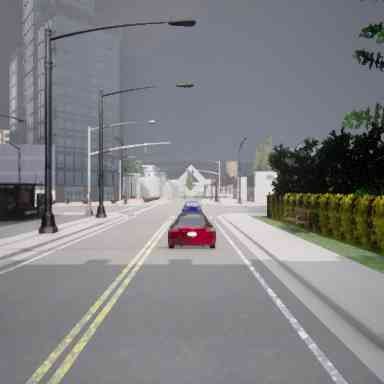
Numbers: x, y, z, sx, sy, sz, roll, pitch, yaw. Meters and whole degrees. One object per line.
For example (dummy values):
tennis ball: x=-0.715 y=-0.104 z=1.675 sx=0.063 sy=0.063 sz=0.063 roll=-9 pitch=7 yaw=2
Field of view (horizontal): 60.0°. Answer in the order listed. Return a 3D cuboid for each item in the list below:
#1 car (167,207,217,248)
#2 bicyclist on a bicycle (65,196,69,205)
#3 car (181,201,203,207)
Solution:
car: x=0.000 y=1.571 z=14.650 sx=1.994 sy=1.385 sz=4.181 roll=0 pitch=0 yaw=0
bicyclist on a bicycle: x=-21.992 y=1.464 z=58.721 sx=0.582 sy=1.620 sz=1.656 roll=-1 pitch=0 yaw=0
car: x=0.000 y=1.532 z=29.650 sx=1.812 sy=1.442 sz=4.674 roll=0 pitch=0 yaw=0
